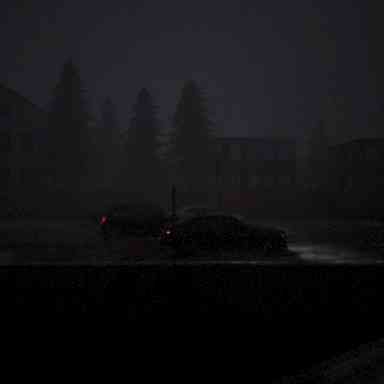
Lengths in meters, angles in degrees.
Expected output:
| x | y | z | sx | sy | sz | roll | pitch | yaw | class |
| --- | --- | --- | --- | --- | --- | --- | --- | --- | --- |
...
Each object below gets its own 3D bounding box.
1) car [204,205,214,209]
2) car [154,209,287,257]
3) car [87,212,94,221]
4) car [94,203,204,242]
| x | y | z | sx | sy | sz | roll | pitch | yaw | class |
| --- | --- | --- | --- | --- | --- | --- | --- | --- | --- |
| 0.732 | 1.493 | 19.254 | 4.674 | 1.442 | 1.812 | 0 | 0 | -2 | car |
| 1.113 | 1.508 | 12.263 | 4.674 | 1.442 | 1.812 | 0 | 0 | -2 | car |
| -4.477 | 1.535 | 22.554 | 4.718 | 1.301 | 1.895 | 0 | 0 | -2 | car |
| -1.911 | 1.311 | 15.640 | 4.553 | 1.767 | 2.097 | 0 | 0 | -2 | car |
